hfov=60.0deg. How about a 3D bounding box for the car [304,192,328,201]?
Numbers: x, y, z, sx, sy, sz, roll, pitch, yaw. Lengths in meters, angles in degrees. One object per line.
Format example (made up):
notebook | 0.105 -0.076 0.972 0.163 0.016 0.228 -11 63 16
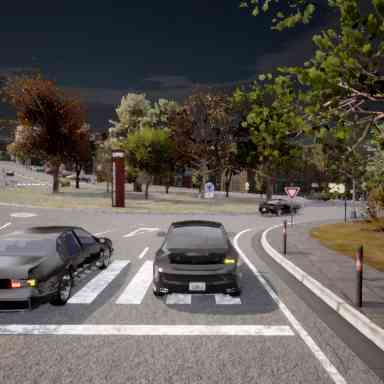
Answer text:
car | 20.963 0.758 56.523 2.033 1.411 5.357 0 2 -13

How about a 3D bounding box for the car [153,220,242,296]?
car | 0.117 1.475 8.532 1.837 1.490 4.892 0 0 0

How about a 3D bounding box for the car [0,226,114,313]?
car | -3.364 1.521 7.913 2.033 1.411 5.357 0 0 1

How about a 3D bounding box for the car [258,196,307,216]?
car | 8.421 1.421 31.640 5.008 1.535 1.882 0 2 -40
